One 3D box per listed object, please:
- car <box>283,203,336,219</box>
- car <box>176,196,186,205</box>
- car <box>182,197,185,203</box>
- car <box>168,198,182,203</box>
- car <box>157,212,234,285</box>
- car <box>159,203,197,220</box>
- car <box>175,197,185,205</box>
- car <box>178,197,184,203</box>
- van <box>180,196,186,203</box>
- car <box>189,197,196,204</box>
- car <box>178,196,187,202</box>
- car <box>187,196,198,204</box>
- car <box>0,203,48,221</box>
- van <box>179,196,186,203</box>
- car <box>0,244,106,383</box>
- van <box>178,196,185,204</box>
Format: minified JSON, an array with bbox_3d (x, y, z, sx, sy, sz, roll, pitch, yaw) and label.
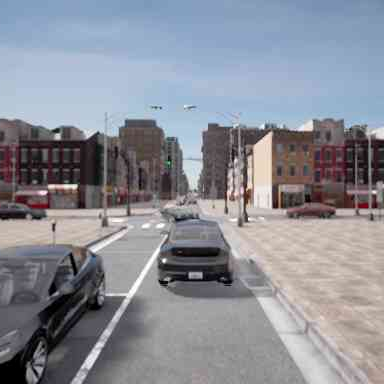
[{"bbox_3d":[10.876,1.707,30.834,4.674,1.442,1.812,0,-1,0],"label":"car"},{"bbox_3d":[-2.541,1.886,76.668,2.192,1.841,5.009,0,-1,0],"label":"car"},{"bbox_3d":[-2.569,1.956,54.245,1.802,1.307,4.206,0,0,0],"label":"car"},{"bbox_3d":[-2.582,1.810,42.865,1.752,1.417,4.829,0,0,0],"label":"car"},{"bbox_3d":[0.096,1.564,9.679,1.837,1.490,4.892,0,0,0],"label":"car"},{"bbox_3d":[-1.131,1.757,25.593,1.895,1.301,4.718,0,0,-20],"label":"car"},{"bbox_3d":[-2.548,1.961,71.061,1.967,1.590,4.097,0,-1,0],"label":"car"},{"bbox_3d":[-2.575,1.874,48.640,1.887,1.381,4.507,0,0,0],"label":"car"},{"bbox_3d":[-2.521,2.070,93.483,1.690,1.788,3.998,0,-1,0],"label":"van"},{"bbox_3d":[0.099,2.106,82.840,1.882,1.535,5.008,0,-1,0],"label":"car"},{"bbox_3d":[-2.555,1.911,65.456,1.967,1.590,4.097,0,-1,0],"label":"car"},{"bbox_3d":[0.093,2.093,73.140,1.994,1.385,4.181,0,-1,0],"label":"car"},{"bbox_3d":[-14.730,1.695,27.953,4.892,1.490,1.837,0,-1,0],"label":"car"},{"bbox_3d":[-2.528,2.017,87.878,1.690,1.788,3.998,0,-1,0],"label":"van"},{"bbox_3d":[-2.626,1.597,5.266,1.947,1.339,4.313,0,0,0],"label":"car"},{"bbox_3d":[-2.534,1.964,82.273,1.690,1.788,3.998,0,-1,0],"label":"van"}]
